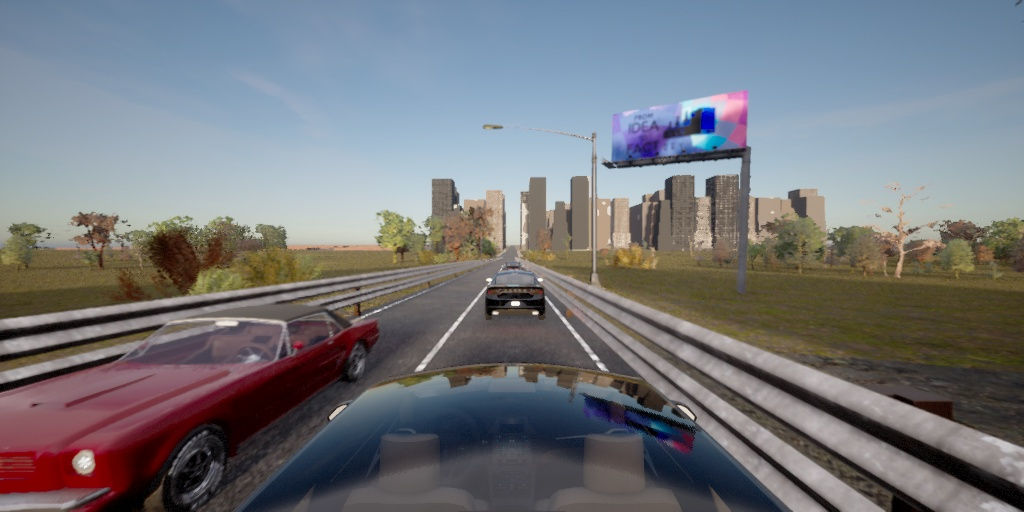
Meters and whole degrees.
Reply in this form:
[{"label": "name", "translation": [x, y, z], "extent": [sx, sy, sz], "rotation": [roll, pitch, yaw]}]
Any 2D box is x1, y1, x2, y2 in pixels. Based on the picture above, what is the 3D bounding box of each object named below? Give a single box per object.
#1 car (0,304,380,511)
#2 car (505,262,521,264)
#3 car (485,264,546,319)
[{"label": "car", "translation": [-3.349, 1.350, 4.344], "extent": [1.895, 1.301, 4.718], "rotation": [0, 0, 0]}, {"label": "car", "translation": [0.091, 1.243, 32.405], "extent": [1.837, 1.490, 4.892], "rotation": [0, 0, 0]}, {"label": "car", "translation": [0.099, 1.223, 12.803], "extent": [1.882, 1.535, 5.008], "rotation": [0, 0, 0]}]
